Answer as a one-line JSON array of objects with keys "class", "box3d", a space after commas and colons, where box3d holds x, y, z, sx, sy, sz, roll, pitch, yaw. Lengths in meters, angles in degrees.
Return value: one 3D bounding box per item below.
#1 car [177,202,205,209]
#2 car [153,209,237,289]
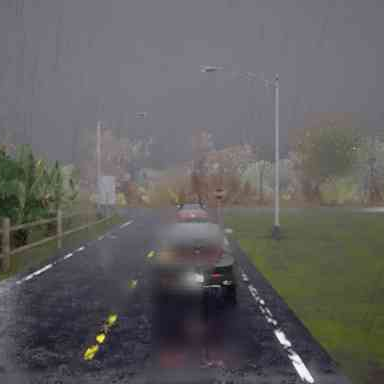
[{"class": "car", "box3d": [-0.050, 1.367, 21.970, 1.994, 1.385, 4.181, 0, 1, -3]}, {"class": "car", "box3d": [0.074, 1.424, 8.916, 1.837, 1.490, 4.892, 0, 1, 0]}]
